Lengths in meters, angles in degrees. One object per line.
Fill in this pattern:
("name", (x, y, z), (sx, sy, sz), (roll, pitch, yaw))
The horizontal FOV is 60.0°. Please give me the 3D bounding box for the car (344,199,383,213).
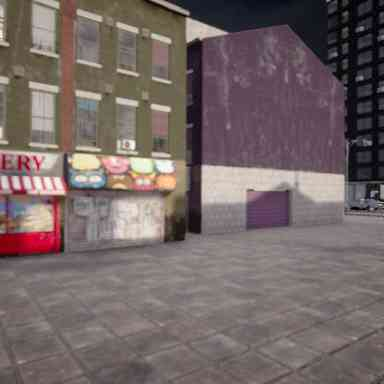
("car", (19.476, 1.533, 38.090), (2.128, 1.511, 4.902), (1, 0, -36))
